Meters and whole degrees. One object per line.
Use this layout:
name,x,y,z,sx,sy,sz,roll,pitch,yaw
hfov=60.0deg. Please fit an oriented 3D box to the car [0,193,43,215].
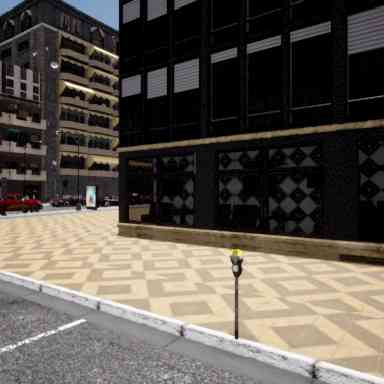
car,-15.620,1.029,28.805,2.192,1.841,5.009,1,2,35

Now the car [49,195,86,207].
car,-14.674,1.082,40.265,1.994,1.385,4.181,0,1,35

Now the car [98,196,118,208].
car,-9.247,1.072,37.891,1.947,1.339,4.313,1,2,35

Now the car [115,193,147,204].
car,-8.869,0.853,48.509,1.812,1.442,4.674,0,1,35

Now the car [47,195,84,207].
car,-16.141,1.074,42.654,1.802,1.307,4.206,1,2,35
